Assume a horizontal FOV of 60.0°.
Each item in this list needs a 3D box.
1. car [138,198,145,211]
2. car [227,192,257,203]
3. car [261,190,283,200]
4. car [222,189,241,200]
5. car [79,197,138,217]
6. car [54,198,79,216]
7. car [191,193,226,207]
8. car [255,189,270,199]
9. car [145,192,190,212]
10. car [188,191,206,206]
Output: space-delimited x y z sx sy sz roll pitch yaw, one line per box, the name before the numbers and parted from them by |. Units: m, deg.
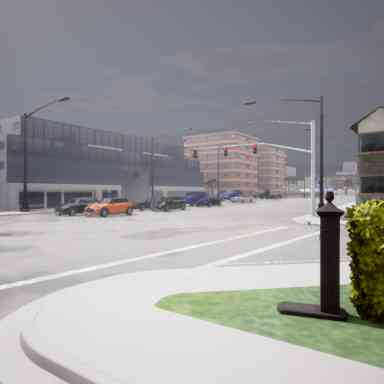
car | -5.451 1.433 39.782 2.033 1.411 5.357 0 1 35
car | 8.001 1.060 52.868 1.895 1.301 4.718 0 2 35
car | 15.619 0.799 63.631 1.895 1.301 4.718 0 1 36
car | 6.667 0.608 57.047 2.150 2.045 5.566 0 1 35
car | -7.614 1.301 30.589 2.097 1.767 4.553 0 0 35
car | -10.874 1.306 32.030 2.097 1.767 4.553 0 0 35
car | 2.262 1.293 44.686 1.994 1.385 4.181 0 1 35
car | 14.281 0.402 67.771 2.150 2.045 5.566 0 0 35
car | -2.684 1.240 37.612 2.097 1.767 4.553 0 1 35
car | 0.229 0.915 47.883 2.150 2.045 5.566 0 1 35
